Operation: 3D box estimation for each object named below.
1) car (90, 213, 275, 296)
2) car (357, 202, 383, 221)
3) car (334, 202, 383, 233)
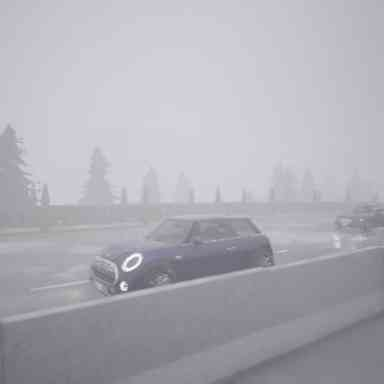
[{"bbox_3d":[-0.094,1.370,8.229,4.553,1.767,2.097,0,0,-36],"label":"car"},{"bbox_3d":[16.293,1.619,28.553,4.674,1.442,1.812,0,0,-35],"label":"car"},{"bbox_3d":[10.605,1.556,20.186,4.902,1.511,2.128,0,0,-36],"label":"car"}]
